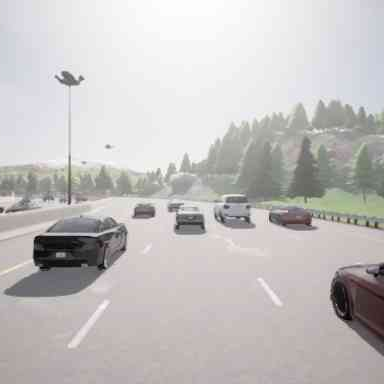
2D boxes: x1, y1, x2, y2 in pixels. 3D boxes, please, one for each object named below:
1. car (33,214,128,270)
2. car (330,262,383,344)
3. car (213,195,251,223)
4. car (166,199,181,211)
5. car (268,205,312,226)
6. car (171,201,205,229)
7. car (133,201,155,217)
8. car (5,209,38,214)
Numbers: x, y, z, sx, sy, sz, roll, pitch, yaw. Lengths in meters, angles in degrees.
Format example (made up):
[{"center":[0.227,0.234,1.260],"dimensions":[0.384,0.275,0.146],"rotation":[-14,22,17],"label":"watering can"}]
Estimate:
[{"center":[-3.423,1.478,11.101],"dimensions":[1.882,1.535,5.008],"rotation":[0,0,0],"label":"car"},{"center":[3.600,1.564,4.641],"dimensions":[1.994,1.385,4.181],"rotation":[0,0,0],"label":"car"},{"center":[3.024,1.223,25.972],"dimensions":[2.150,2.045,5.566],"rotation":[0,0,-4],"label":"car"},{"center":[-2.069,1.550,40.924],"dimensions":[2.033,1.411,5.357],"rotation":[0,0,-8],"label":"car"},{"center":[6.692,1.565,23.148],"dimensions":[1.994,1.385,4.181],"rotation":[0,0,-3],"label":"car"},{"center":[-0.215,1.549,21.831],"dimensions":[2.033,1.411,5.357],"rotation":[0,0,-3],"label":"car"},{"center":[-4.527,1.566,31.928],"dimensions":[1.994,1.385,4.181],"rotation":[0,0,-6],"label":"car"},{"center":[-15.070,1.566,29.980],"dimensions":[1.994,1.385,4.181],"rotation":[0,0,-6],"label":"car"}]
